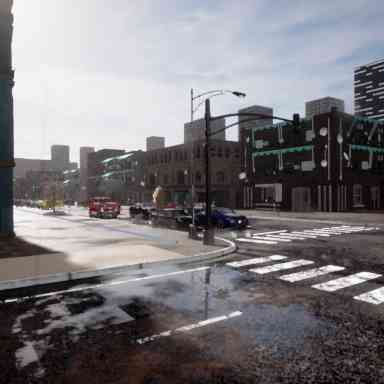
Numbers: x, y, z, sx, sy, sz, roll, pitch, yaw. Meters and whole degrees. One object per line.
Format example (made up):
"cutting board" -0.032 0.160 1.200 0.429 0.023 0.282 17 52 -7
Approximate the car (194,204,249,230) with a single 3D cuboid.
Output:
"car" 1.993 1.764 23.093 1.994 1.385 4.181 -1 0 -34

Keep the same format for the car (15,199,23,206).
"car" -38.053 2.381 75.154 1.967 1.590 4.097 -1 0 -35

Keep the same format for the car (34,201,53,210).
"car" -25.145 2.234 56.956 1.752 1.417 4.829 -1 0 -35

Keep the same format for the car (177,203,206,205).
"car" 0.803 1.810 34.854 2.008 1.369 4.403 -2 0 -35

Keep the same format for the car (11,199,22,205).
"car" -44.454 2.599 84.184 1.887 1.381 4.507 -1 0 -35

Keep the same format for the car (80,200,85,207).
"car" -18.414 1.941 61.943 2.192 1.841 5.009 -1 0 -35

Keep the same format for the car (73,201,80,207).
"car" -21.610 2.229 66.458 1.887 1.381 4.507 -1 0 -35

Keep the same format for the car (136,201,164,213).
"car" -5.599 1.967 43.884 1.802 1.307 4.206 -2 0 -35

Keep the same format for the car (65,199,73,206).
"car" -28.014 2.365 75.489 1.947 1.339 4.313 -1 0 -35

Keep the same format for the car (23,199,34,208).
"car" -31.647 2.377 66.125 2.008 1.369 4.403 -1 0 -35

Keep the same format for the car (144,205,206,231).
"car" -1.305 1.815 23.130 1.947 1.339 4.313 -1 0 -35

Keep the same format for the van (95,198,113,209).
"van" -15.211 1.908 57.428 1.690 1.788 3.998 -1 0 -35

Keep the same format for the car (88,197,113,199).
"car" -10.670 1.671 41.052 2.150 2.045 5.566 -1 0 -35

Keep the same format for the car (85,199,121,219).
"car" -9.236 1.847 34.519 1.967 1.590 4.097 -1 0 -35

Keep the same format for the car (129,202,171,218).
"car" -4.470 1.821 32.295 2.128 1.511 4.902 -1 0 -35

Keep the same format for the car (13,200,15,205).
"car" -41.252 2.549 79.670 2.008 1.369 4.403 -1 0 -35

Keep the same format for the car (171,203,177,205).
"car" -2.398 1.904 39.369 1.802 1.307 4.206 -2 0 -35
